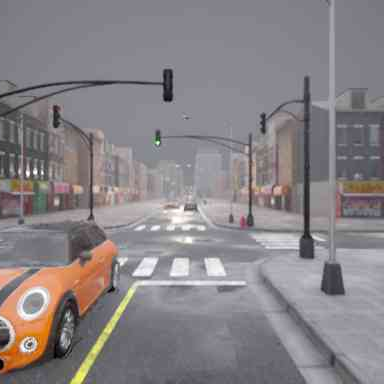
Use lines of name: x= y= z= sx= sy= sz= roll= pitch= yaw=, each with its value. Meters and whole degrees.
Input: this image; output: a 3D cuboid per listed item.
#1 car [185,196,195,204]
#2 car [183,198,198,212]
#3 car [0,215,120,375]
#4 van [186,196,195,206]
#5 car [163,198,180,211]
car: x=-0.405 y=1.786 z=76.165 sx=2.192 sy=1.841 sz=5.009 roll=0 pitch=0 yaw=0
car: x=-0.160 y=1.820 z=42.531 sx=1.947 sy=1.339 sz=4.313 roll=0 pitch=0 yaw=0
car: x=-2.756 y=1.388 z=6.008 sx=2.097 sy=1.767 sz=4.553 roll=0 pitch=0 yaw=0
van: x=-0.324 y=1.736 z=64.954 sx=1.690 sy=1.788 sz=3.998 roll=0 pitch=0 yaw=0
car: x=-2.821 y=1.617 z=46.086 sx=2.097 sy=1.767 sz=4.553 roll=0 pitch=0 yaw=0
